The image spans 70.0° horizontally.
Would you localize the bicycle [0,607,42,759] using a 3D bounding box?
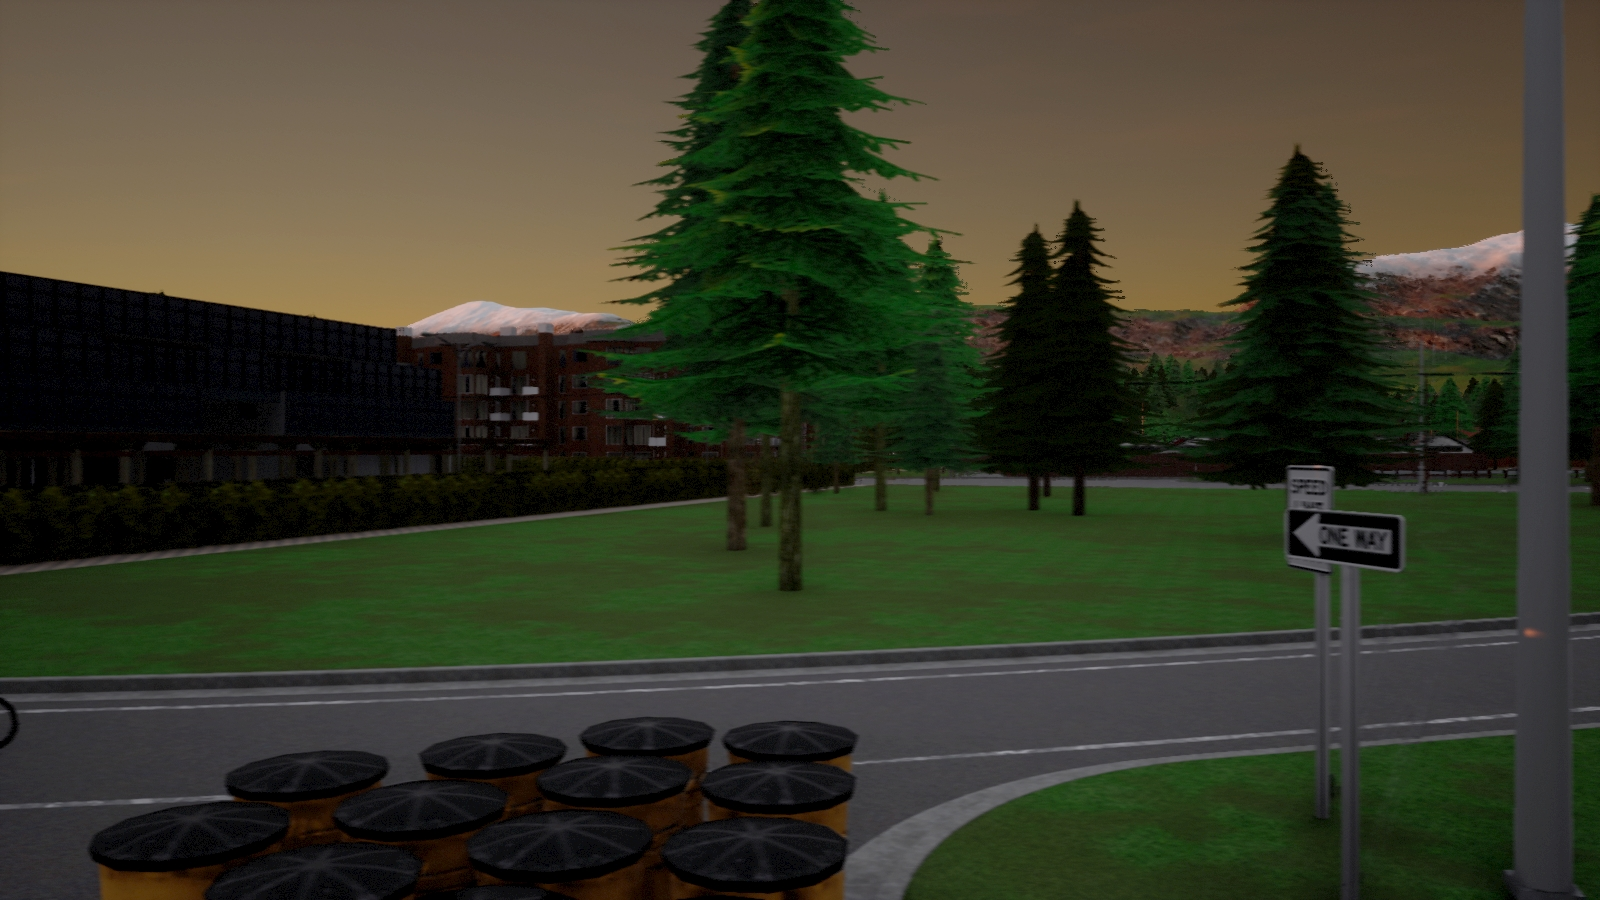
[{"bbox_3d":[-7.991,2.151,10.492,1.487,1.276,0.859,0,0,-7],"label":"bicycle"}]
